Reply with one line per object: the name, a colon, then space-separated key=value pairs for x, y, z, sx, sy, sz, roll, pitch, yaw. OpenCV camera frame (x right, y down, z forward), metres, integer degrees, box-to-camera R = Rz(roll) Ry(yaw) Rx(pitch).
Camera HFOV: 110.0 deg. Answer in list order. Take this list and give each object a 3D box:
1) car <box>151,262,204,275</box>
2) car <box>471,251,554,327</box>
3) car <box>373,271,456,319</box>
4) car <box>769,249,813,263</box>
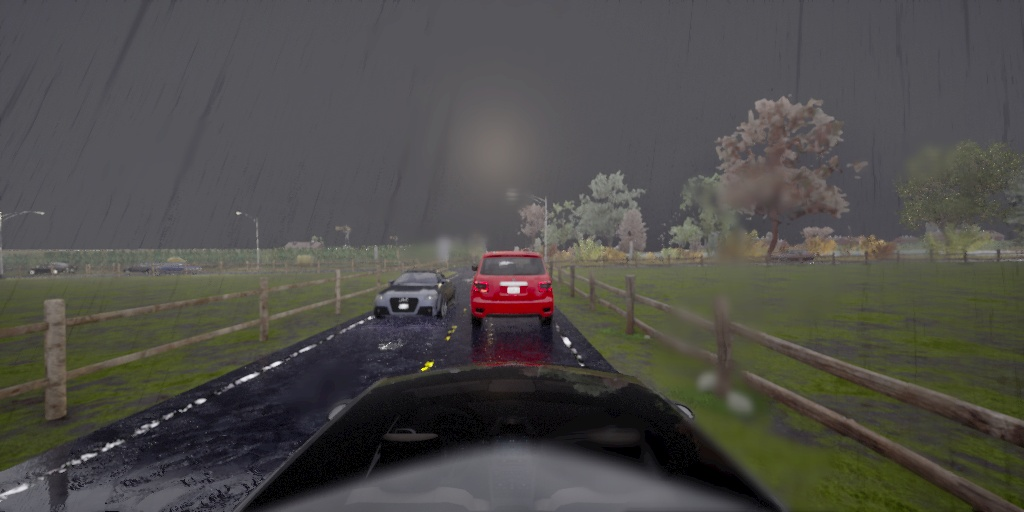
car: x=-39.529 y=1.507 z=42.741 sx=4.674 sy=1.442 sz=1.812 roll=-1 pitch=1 yaw=0
car: x=-0.086 y=0.865 z=11.207 sx=2.150 sy=2.045 sz=5.566 roll=0 pitch=1 yaw=-3
car: x=-3.065 y=1.195 z=12.032 sx=1.994 sy=1.385 sz=4.181 roll=0 pitch=1 yaw=-1
car: x=35.436 y=-0.012 z=45.653 sx=4.553 sy=1.767 sz=2.097 roll=-1 pitch=1 yaw=0
